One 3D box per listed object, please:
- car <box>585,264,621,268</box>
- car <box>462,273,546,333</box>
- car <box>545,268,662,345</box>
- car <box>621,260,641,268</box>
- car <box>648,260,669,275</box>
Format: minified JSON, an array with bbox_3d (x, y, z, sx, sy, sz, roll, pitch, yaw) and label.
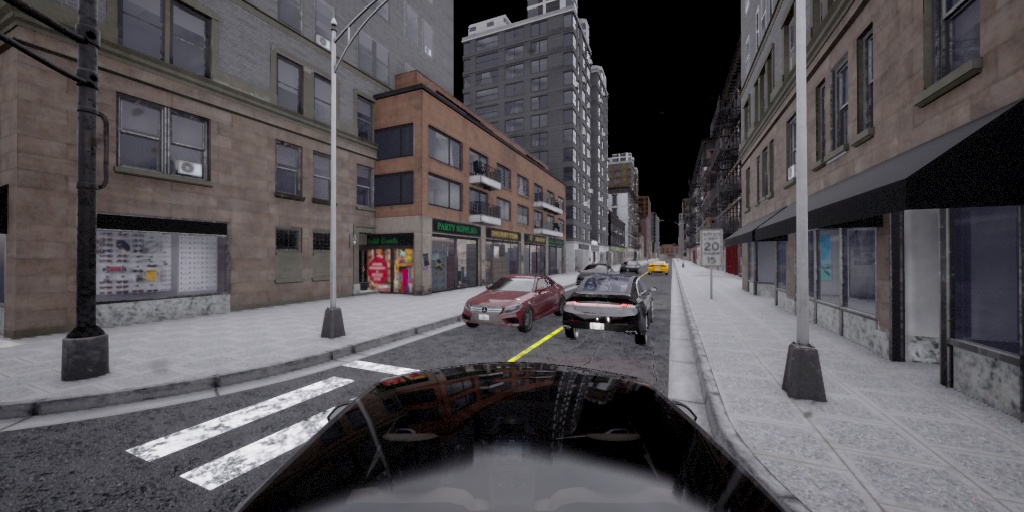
[{"bbox_3d":[5.337,1.270,22.412,1.837,1.490,4.892,0,0,24],"label":"car"},{"bbox_3d":[0.304,1.288,11.169,1.812,1.442,4.674,0,0,26],"label":"car"},{"bbox_3d":[2.754,1.245,9.663,2.128,1.511,4.902,0,0,24],"label":"car"},{"bbox_3d":[13.121,1.236,39.669,1.882,1.535,5.008,0,0,25],"label":"car"},{"bbox_3d":[15.913,1.226,38.932,1.882,1.535,5.008,0,0,24],"label":"car"}]
